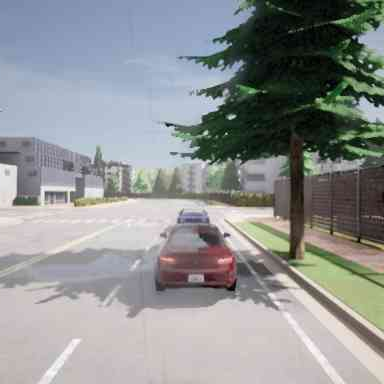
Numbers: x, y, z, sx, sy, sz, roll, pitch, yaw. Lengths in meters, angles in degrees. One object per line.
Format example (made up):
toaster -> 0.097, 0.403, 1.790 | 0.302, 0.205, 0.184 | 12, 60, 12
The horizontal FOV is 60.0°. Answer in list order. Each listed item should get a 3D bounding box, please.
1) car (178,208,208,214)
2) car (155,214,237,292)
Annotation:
car -> 0.073, 1.649, 21.012 | 1.895, 1.301, 4.718 | 0, 0, 0
car -> 0.085, 1.546, 8.883 | 1.812, 1.442, 4.674 | 0, 0, 0
